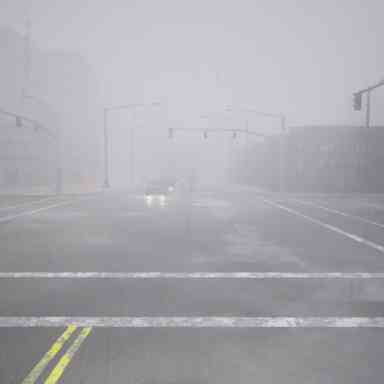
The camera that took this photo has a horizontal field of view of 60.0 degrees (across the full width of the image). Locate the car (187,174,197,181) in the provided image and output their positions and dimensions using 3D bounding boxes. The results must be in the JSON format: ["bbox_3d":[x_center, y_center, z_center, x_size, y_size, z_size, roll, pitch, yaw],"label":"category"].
[{"bbox_3d":[0.007,-2.993,70.931,1.994,1.385,4.181,0,4,0],"label":"car"}]

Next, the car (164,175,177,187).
[{"bbox_3d":[-3.591,-1.455,48.524,1.994,1.385,4.181,0,4,0],"label":"car"}]

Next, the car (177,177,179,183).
[{"bbox_3d":[-3.552,-2.472,62.657,1.837,1.490,4.892,0,4,0],"label":"car"}]

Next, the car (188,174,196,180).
[{"bbox_3d":[0.008,-3.722,80.758,2.033,1.411,5.357,0,4,0],"label":"car"}]

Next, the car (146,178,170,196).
[{"bbox_3d":[-3.467,-0.401,32.988,1.994,1.385,4.181,0,4,-3],"label":"car"}]
